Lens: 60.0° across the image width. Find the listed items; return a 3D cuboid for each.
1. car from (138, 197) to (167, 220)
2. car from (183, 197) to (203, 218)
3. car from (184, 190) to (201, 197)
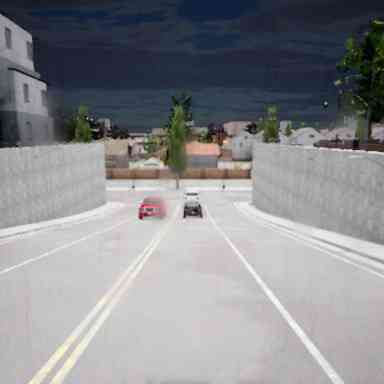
[{"bbox_3d":[-3.566,1.460,30.927,2.150,2.045,5.566,0,0,0],"label":"car"},{"bbox_3d":[0.093,1.657,33.154,1.882,1.535,5.008,0,2,0],"label":"car"},{"bbox_3d":[0.036,0.750,45.441,2.150,2.045,5.566,0,5,1],"label":"car"}]
